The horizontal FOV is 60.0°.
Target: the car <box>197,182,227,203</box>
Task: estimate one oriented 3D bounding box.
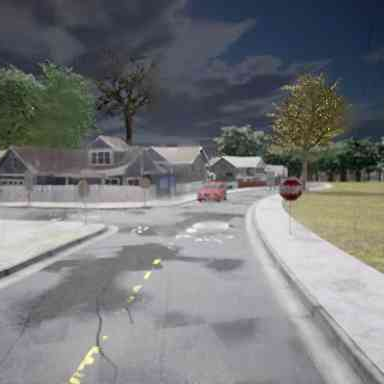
[{"bbox_3d":[2.138,0.067,33.903,2.150,2.045,5.566,1,4,16],"label":"car"}]
